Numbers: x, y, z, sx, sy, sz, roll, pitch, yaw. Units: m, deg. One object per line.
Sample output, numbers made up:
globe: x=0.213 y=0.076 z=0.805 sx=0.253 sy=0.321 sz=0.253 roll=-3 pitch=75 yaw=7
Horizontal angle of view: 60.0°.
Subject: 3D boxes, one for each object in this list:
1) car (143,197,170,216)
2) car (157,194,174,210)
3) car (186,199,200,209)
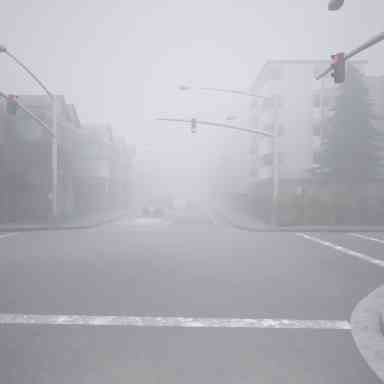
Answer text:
car: x=-3.595 y=1.491 z=32.312 sx=2.128 sy=1.511 sz=4.902 roll=0 pitch=0 yaw=0
car: x=-3.574 y=1.221 z=42.888 sx=2.150 sy=2.045 sz=5.566 roll=0 pitch=0 yaw=0
car: x=0.089 y=1.601 z=45.583 sx=1.895 sy=1.301 sz=4.718 roll=0 pitch=0 yaw=-1
